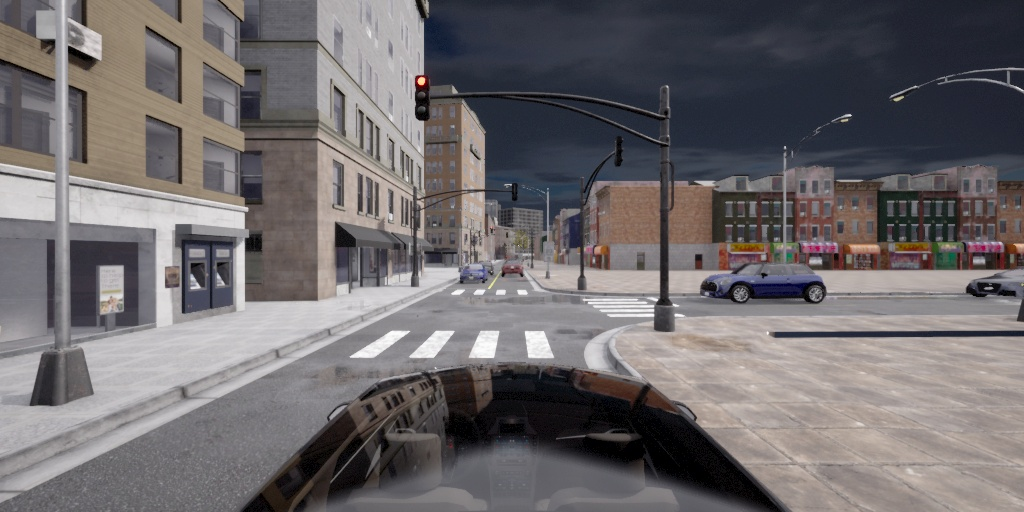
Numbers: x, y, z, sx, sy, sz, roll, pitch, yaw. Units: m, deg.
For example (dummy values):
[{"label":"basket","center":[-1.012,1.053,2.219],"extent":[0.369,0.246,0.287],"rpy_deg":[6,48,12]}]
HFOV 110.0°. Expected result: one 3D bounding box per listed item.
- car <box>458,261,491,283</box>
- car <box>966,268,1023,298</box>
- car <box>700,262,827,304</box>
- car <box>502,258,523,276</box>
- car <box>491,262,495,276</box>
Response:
[{"label":"car","center":[-2.871,1.278,27.761],"extent":[1.812,1.442,4.674],"rpy_deg":[0,0,0]},{"label":"car","center":[22.768,1.221,15.642],"extent":[4.181,1.385,1.994],"rpy_deg":[0,0,0]},{"label":"car","center":[10.743,1.054,15.597],"extent":[4.553,1.767,2.097],"rpy_deg":[0,0,1]},{"label":"car","center":[0.044,1.109,36.963],"extent":[2.097,1.767,4.553],"rpy_deg":[0,0,0]},{"label":"car","center":[-2.883,1.261,38.009],"extent":[1.837,1.490,4.892],"rpy_deg":[0,0,0]}]
